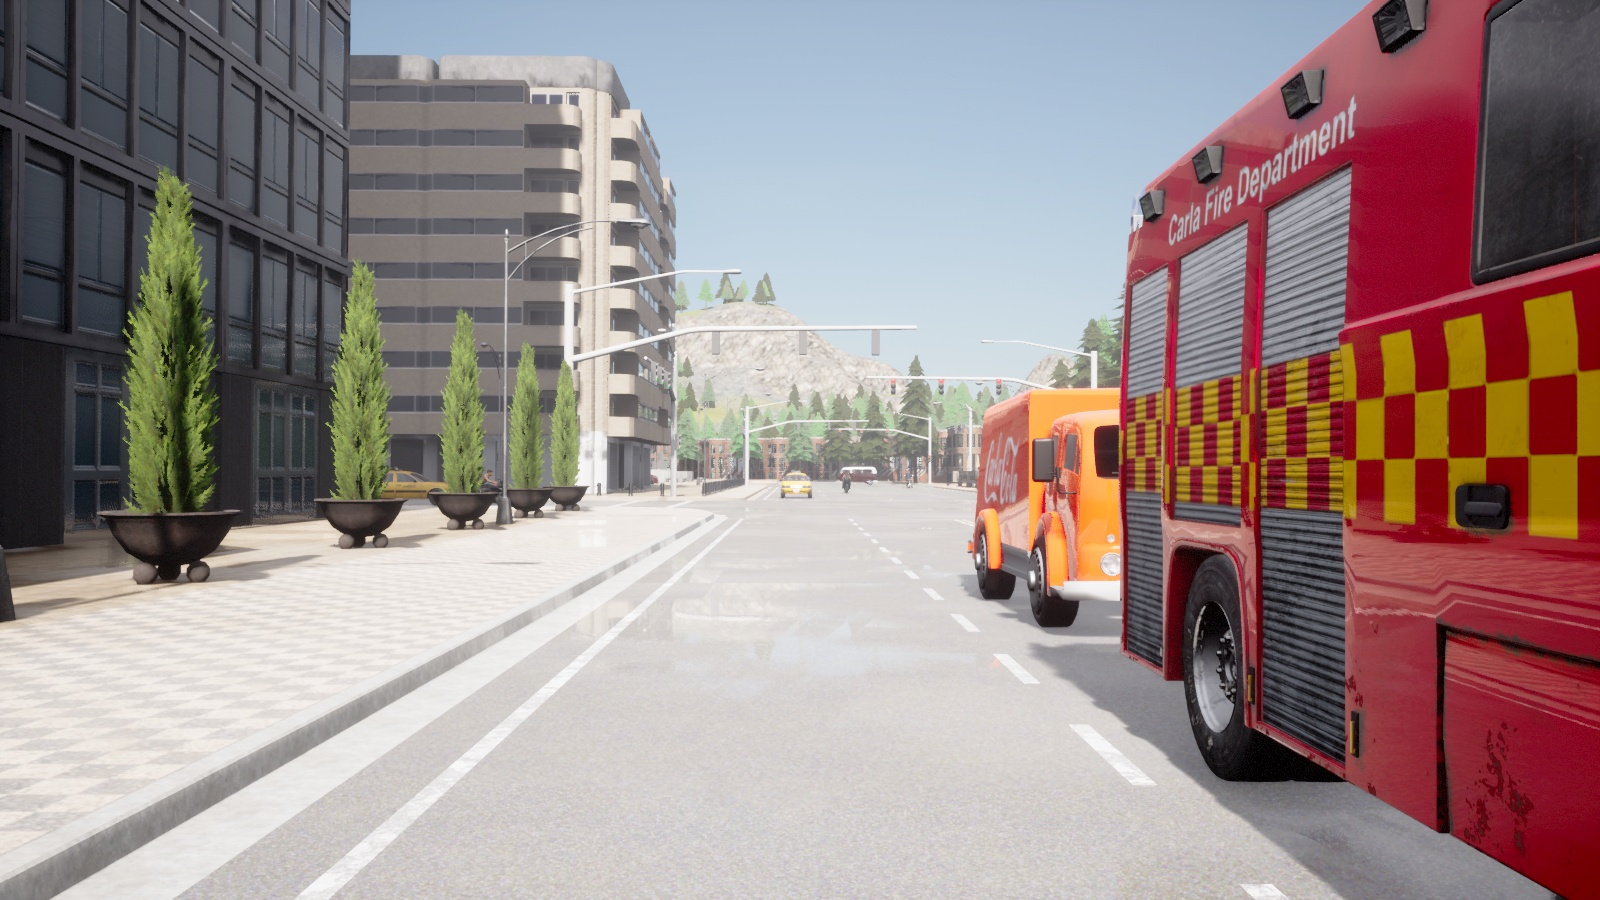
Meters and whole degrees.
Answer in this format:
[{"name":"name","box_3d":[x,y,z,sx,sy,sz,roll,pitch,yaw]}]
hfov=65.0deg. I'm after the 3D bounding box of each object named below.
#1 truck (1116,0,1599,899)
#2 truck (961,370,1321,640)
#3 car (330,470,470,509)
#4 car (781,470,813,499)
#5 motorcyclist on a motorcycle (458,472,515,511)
[{"name":"truck","box_3d":[3.485,-0.301,3.774,2.891,3.827,8.468,0,-1,0]},{"name":"truck","box_3d":[3.465,0.552,14.149,2.627,2.467,5.204,0,-1,0]},{"name":"car","box_3d":[-16.922,1.659,53.309,5.366,1.575,1.801,0,-1,0]},{"name":"car","box_3d":[-0.191,1.982,73.270,1.801,1.575,5.366,0,-1,0]},{"name":"motorcyclist on a motorcycle","box_3d":[-12.417,1.625,49.796,2.044,1.523,0.797,0,-1,0]}]
